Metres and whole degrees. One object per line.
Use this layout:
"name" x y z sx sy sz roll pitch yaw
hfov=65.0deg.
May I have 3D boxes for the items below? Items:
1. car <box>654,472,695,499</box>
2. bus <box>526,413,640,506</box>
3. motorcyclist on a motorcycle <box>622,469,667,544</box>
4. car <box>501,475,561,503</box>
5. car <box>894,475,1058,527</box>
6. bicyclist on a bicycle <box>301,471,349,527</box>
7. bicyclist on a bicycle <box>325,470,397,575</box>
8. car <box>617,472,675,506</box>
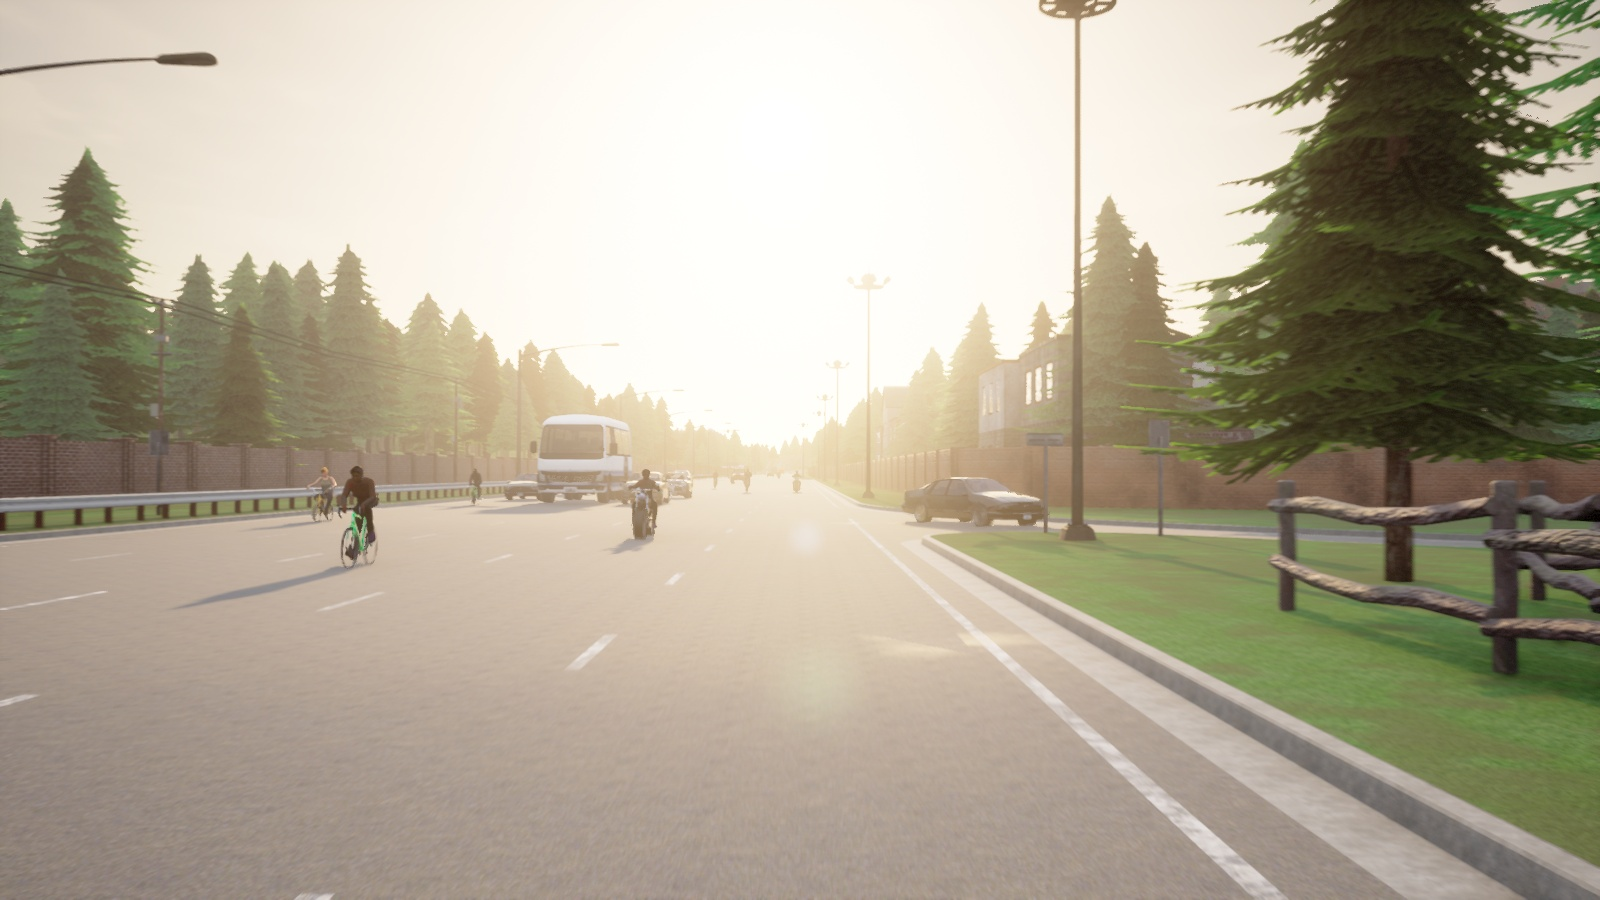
"car" -7.175 2.018 71.924 1.970 1.475 3.806 0 -1 0
"bus" -10.659 0.539 62.918 3.944 4.253 10.273 0 -1 0
"motorcyclist on a motorcycle" -3.571 1.268 29.034 0.766 1.649 2.350 0 -1 0
"car" -14.161 2.037 66.470 2.033 1.411 5.357 0 -1 0
"car" 5.138 1.472 37.479 2.033 1.411 5.357 0 -1 -29
"bicyclist on a bicycle" -14.087 1.435 37.296 0.866 1.612 1.509 0 -1 0
"bicyclist on a bicycle" -7.050 1.136 20.251 0.582 1.620 1.656 0 -1 0
"car" -7.143 1.787 58.702 2.128 1.511 4.902 0 -1 0
